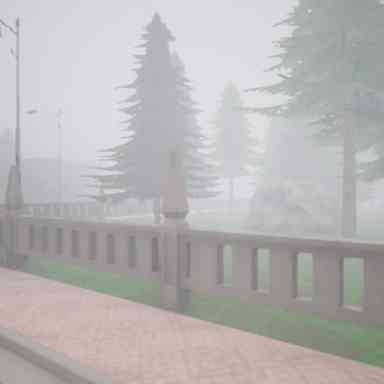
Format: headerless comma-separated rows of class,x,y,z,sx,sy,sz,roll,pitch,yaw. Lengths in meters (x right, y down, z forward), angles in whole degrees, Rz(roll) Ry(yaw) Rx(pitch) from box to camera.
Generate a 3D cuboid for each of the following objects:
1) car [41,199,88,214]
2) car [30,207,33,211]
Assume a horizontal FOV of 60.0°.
car,-13.150,1.544,35.890,2.128,1.511,4.902,0,0,36
car,-15.983,1.563,37.946,1.837,1.490,4.892,0,0,36
